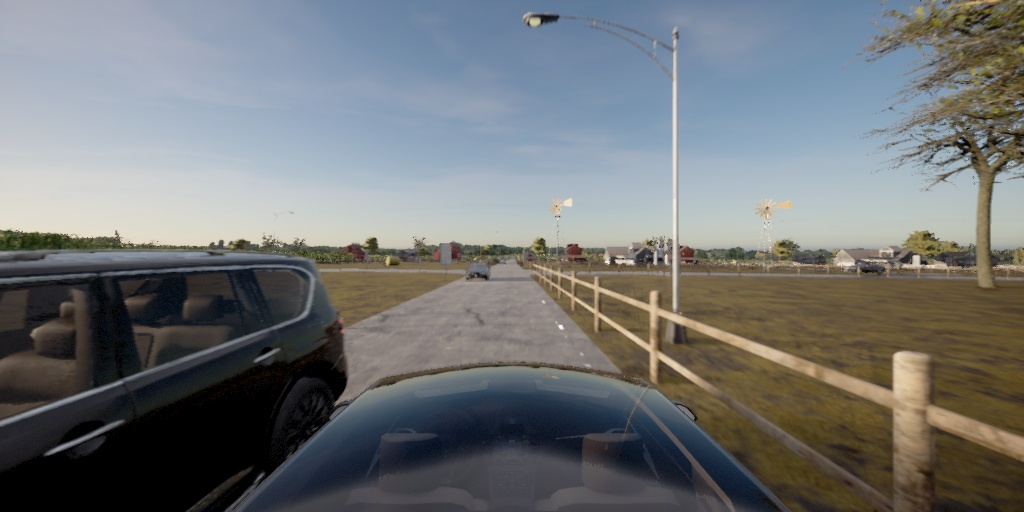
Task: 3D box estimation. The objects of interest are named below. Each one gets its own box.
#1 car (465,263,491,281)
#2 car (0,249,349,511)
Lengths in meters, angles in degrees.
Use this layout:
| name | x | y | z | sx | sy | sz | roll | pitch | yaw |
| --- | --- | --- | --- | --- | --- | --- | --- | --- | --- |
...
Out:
| name | x | y | z | sx | sy | sz | roll | pitch | yaw |
| --- | --- | --- | --- | --- | --- | --- | --- | --- | --- |
| car | -2.810 | 1.311 | 30.550 | 1.837 | 1.490 | 4.892 | 0 | -1 | 0 |
| car | -2.843 | 0.972 | 1.636 | 2.150 | 2.045 | 5.566 | 0 | 0 | 0 |
